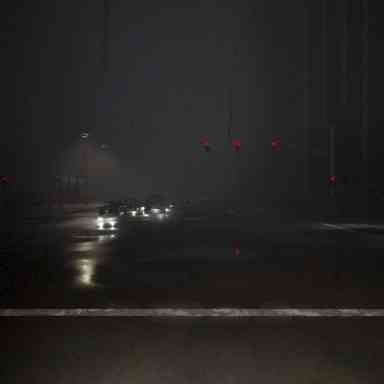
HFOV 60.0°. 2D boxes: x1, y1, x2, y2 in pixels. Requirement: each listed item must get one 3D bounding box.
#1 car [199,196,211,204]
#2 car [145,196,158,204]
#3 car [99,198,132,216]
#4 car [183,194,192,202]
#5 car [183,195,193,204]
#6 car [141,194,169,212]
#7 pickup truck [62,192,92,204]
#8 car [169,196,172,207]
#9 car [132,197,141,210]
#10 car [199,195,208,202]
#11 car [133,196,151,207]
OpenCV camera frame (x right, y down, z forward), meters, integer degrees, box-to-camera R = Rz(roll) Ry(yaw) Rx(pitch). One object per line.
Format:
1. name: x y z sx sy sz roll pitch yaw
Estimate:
1. car: 2.742 1.491 64.740 2.128 1.511 4.902 0 0 -1
2. car: -7.889 1.477 64.760 1.882 1.535 5.008 0 0 0
3. car: -7.707 1.491 32.809 2.128 1.511 4.902 0 0 2
4. car: -0.964 1.355 75.368 2.097 1.767 4.553 0 0 -1
5. car: -0.732 1.600 62.108 1.895 1.301 4.718 0 0 -1
6. car: -4.190 1.221 38.443 2.150 2.045 5.566 0 0 -1
7. pickup truck: -20.932 1.059 59.956 2.390 2.098 6.274 0 0 30
8. car: -4.285 1.601 48.390 1.895 1.301 4.718 0 0 -1
9. car: -7.729 1.478 42.111 1.882 1.535 5.008 0 0 -1
10. car: 2.538 1.524 75.124 1.812 1.442 4.674 0 0 -1
11. car: -7.828 1.491 52.495 2.128 1.511 4.902 0 0 -1
